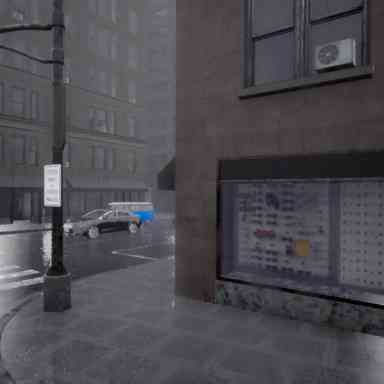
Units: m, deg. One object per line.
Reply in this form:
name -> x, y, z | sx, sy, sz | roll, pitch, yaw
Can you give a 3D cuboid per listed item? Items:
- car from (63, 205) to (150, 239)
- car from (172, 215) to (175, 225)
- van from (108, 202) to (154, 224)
car -> -4.995, 1.726, 18.987 | 2.128, 1.511, 4.902 | 0, -1, 35
car -> 0.259, 1.947, 26.451 | 1.994, 1.385, 4.181 | 0, -1, 35
van -> -4.507, 1.636, 24.169 | 1.690, 1.788, 3.998 | -1, -1, 35
